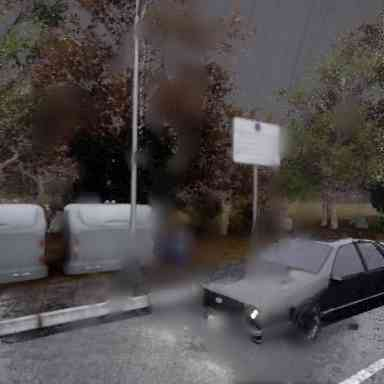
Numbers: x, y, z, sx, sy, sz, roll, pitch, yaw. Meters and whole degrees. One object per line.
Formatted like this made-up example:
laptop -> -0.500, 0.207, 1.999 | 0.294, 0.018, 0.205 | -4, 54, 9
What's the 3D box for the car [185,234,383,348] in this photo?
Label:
car -> 2.526, 1.574, 6.475 | 5.357, 1.411, 2.033 | 1, 0, -35
